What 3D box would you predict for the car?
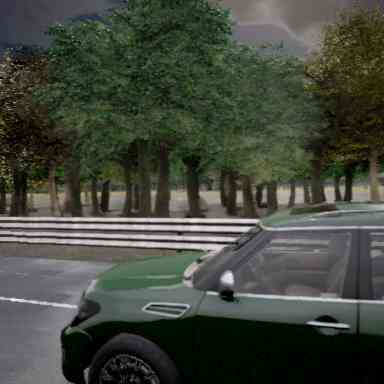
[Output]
[{"bbox_3d":[1.432,1.139,3.343,5.566,2.045,2.150,-1,1,20],"label":"car"}]
